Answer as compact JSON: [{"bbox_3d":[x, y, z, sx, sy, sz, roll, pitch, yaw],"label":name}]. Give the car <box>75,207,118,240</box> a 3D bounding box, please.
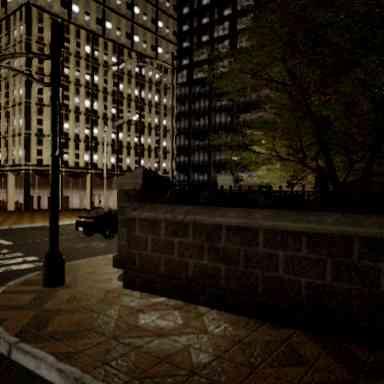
[{"bbox_3d":[-3.755,1.528,17.583,2.128,1.511,4.902,1,1,38],"label":"car"}]
